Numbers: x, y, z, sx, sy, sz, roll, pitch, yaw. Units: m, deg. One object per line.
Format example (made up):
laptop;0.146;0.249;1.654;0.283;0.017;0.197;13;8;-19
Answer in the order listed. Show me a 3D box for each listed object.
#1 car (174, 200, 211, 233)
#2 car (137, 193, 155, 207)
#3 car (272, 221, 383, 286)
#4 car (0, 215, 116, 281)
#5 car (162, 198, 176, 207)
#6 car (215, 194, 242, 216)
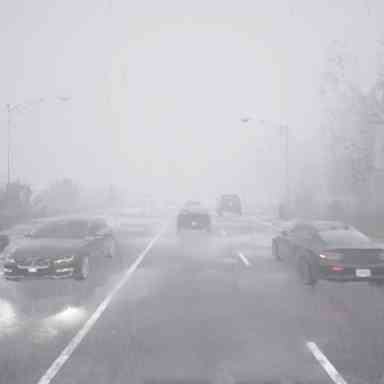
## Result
car;0.102;1.481;19.759;1.882;1.535;5.008;0;0;0
car;-7.065;1.230;51.512;2.150;2.045;5.566;0;0;0
car;3.601;1.527;9.291;1.812;1.442;4.674;0;0;0
car;-3.598;1.507;9.936;1.837;1.490;4.892;0;0;0
car;-3.567;1.574;52.596;1.994;1.385;4.181;0;0;0
car;3.603;1.228;33.310;2.150;2.045;5.566;0;0;0
